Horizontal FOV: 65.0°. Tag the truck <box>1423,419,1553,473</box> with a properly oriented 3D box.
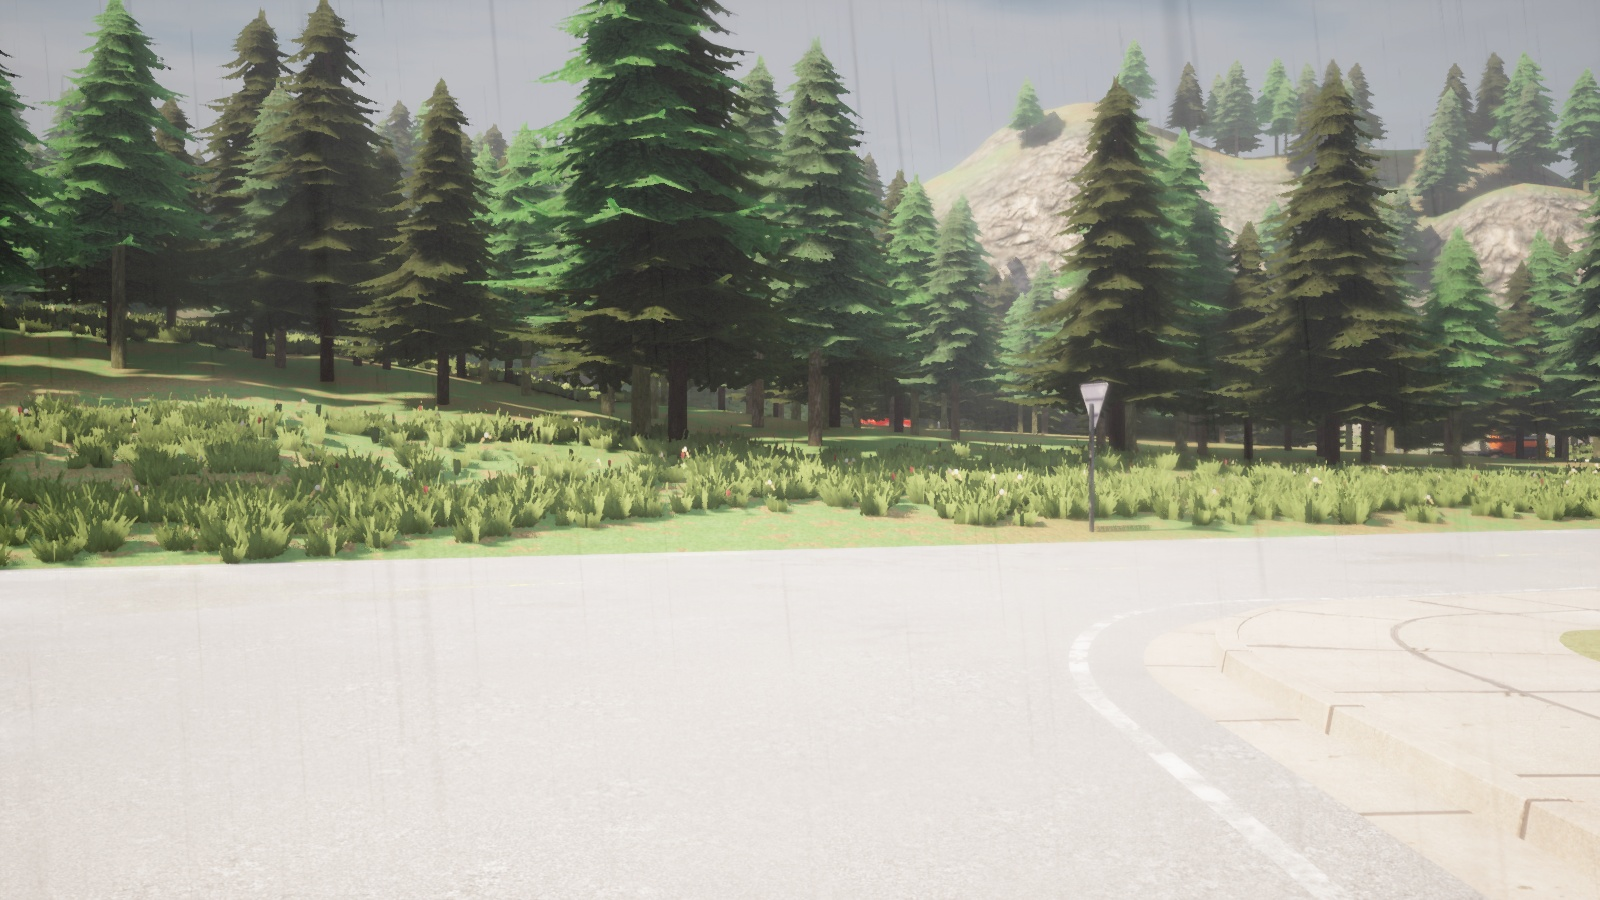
[{"bbox_3d":[46.406,-0.248,85.015,2.891,3.462,7.936,0,0,-17],"label":"truck"}]
